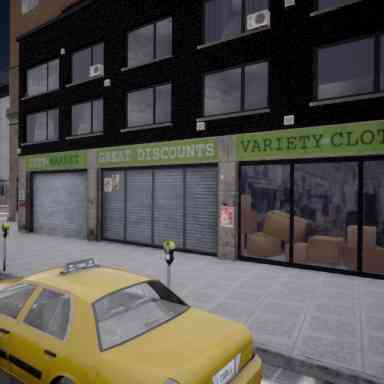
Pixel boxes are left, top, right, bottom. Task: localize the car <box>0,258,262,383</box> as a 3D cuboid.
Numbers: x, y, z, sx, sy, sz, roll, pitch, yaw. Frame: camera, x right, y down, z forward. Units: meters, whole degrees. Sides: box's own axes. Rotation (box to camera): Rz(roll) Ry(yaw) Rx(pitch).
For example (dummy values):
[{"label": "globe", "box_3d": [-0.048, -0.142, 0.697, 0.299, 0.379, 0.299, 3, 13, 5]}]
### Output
[{"label": "car", "box_3d": [-1.579, 1.524, 4.217, 4.829, 1.417, 1.752, 0, 1, 35]}]
